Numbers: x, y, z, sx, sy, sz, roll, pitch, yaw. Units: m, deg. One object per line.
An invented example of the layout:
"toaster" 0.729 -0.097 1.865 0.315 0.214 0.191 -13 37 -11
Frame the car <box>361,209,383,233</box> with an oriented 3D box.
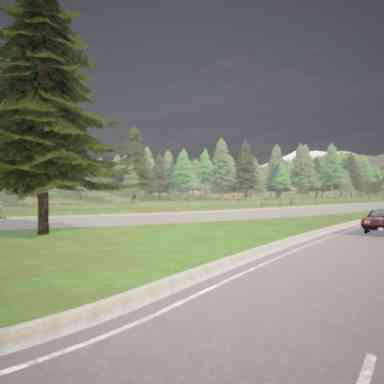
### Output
"car" 11.009 1.584 18.581 1.895 1.301 4.718 -1 0 40
